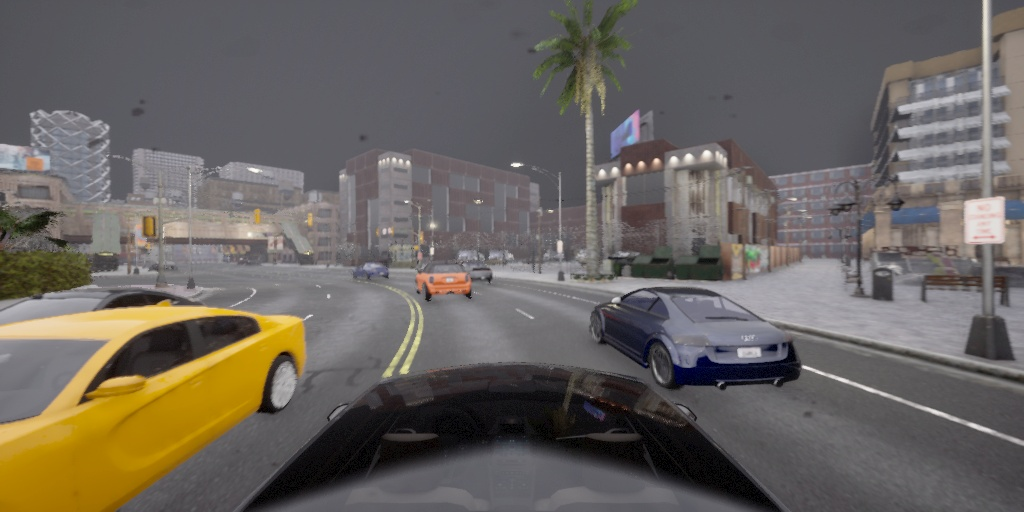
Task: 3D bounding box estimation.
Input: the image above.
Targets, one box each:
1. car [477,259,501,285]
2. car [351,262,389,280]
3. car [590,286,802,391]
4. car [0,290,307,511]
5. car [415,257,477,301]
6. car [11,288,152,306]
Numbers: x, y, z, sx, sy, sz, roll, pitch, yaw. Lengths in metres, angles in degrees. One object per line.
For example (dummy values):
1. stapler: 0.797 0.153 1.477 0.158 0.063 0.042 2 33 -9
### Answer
1. car: -2.990 1.168 24.472 2.128 1.511 4.902 -1 0 -29
2. car: -12.247 1.277 31.054 1.812 1.442 4.674 -1 0 -43
3. car: 2.964 1.256 6.805 1.994 1.385 4.181 -1 0 -6
4. car: -3.787 1.264 3.164 1.882 1.535 5.008 0 0 -5
5. car: -3.500 1.066 17.665 2.097 1.767 4.553 -1 0 -22
6. car: -7.601 1.340 6.363 1.812 1.442 4.674 0 0 -10
